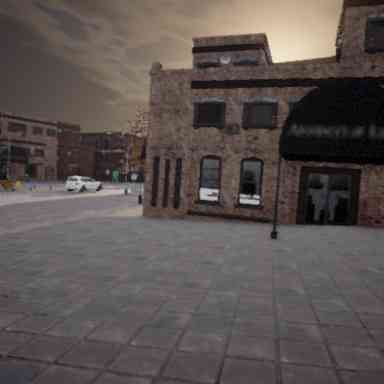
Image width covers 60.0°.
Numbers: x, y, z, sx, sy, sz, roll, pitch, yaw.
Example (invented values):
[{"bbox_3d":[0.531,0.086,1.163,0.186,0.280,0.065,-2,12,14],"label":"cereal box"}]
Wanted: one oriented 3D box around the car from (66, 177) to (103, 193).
[{"bbox_3d":[-14.134,-0.988,43.942,2.150,2.045,5.566,5,4,22],"label":"car"}]
